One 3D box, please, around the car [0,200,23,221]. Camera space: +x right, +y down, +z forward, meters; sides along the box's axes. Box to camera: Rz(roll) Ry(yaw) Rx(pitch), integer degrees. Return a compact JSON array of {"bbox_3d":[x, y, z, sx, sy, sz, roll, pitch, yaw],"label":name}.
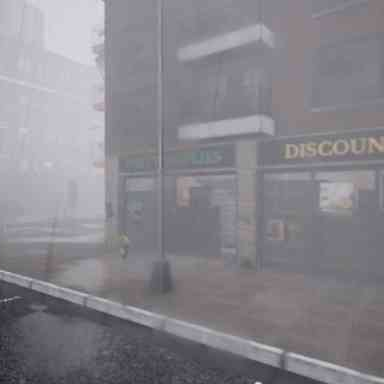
[{"bbox_3d":[-17.033,1.567,28.245,2.192,1.841,5.009,-1,-2,35],"label":"car"}]
